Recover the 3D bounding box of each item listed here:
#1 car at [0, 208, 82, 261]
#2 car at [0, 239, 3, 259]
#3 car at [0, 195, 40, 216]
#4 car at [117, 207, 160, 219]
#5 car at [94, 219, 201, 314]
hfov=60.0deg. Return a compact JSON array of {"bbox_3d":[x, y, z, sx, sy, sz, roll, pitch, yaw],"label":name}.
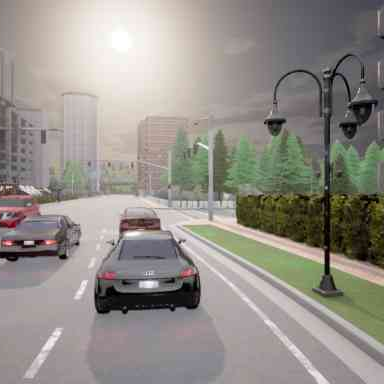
[{"bbox_3d":[-5.317,1.547,12.289,2.033,1.411,5.357,0,0,-11],"label":"car"},{"bbox_3d":[-3.876,1.492,2.757,2.128,1.511,4.902,0,0,-5],"label":"car"},{"bbox_3d":[-10.521,1.218,19.484,2.150,2.045,5.566,0,0,-12],"label":"car"},{"bbox_3d":[-2.659,1.478,16.563,1.882,1.535,5.008,0,0,-12],"label":"car"},{"bbox_3d":[-1.042,1.564,7.725,1.994,1.385,4.181,0,0,-9],"label":"car"}]
